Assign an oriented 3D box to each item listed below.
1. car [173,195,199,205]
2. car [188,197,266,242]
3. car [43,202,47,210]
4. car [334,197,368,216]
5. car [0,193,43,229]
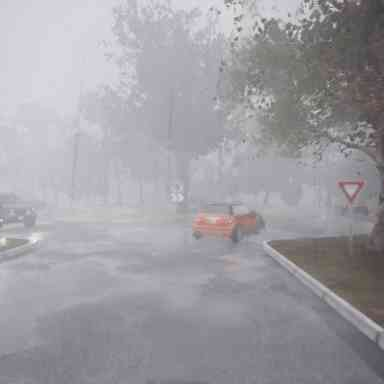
[{"bbox_3d":[-0.367,1.197,49.109,5.008,1.535,1.882,0,0,5],"label":"car"},{"bbox_3d":[1.924,1.260,16.105,2.097,1.767,4.553,1,1,29],"label":"car"},{"bbox_3d":[-17.465,1.400,35.146,1.895,1.301,4.718,0,0,8],"label":"car"},{"bbox_3d":[14.309,1.179,30.163,2.097,1.767,4.553,0,0,14],"label":"car"},{"bbox_3d":[-11.850,1.099,20.760,5.566,2.045,2.150,1,1,40],"label":"car"}]
